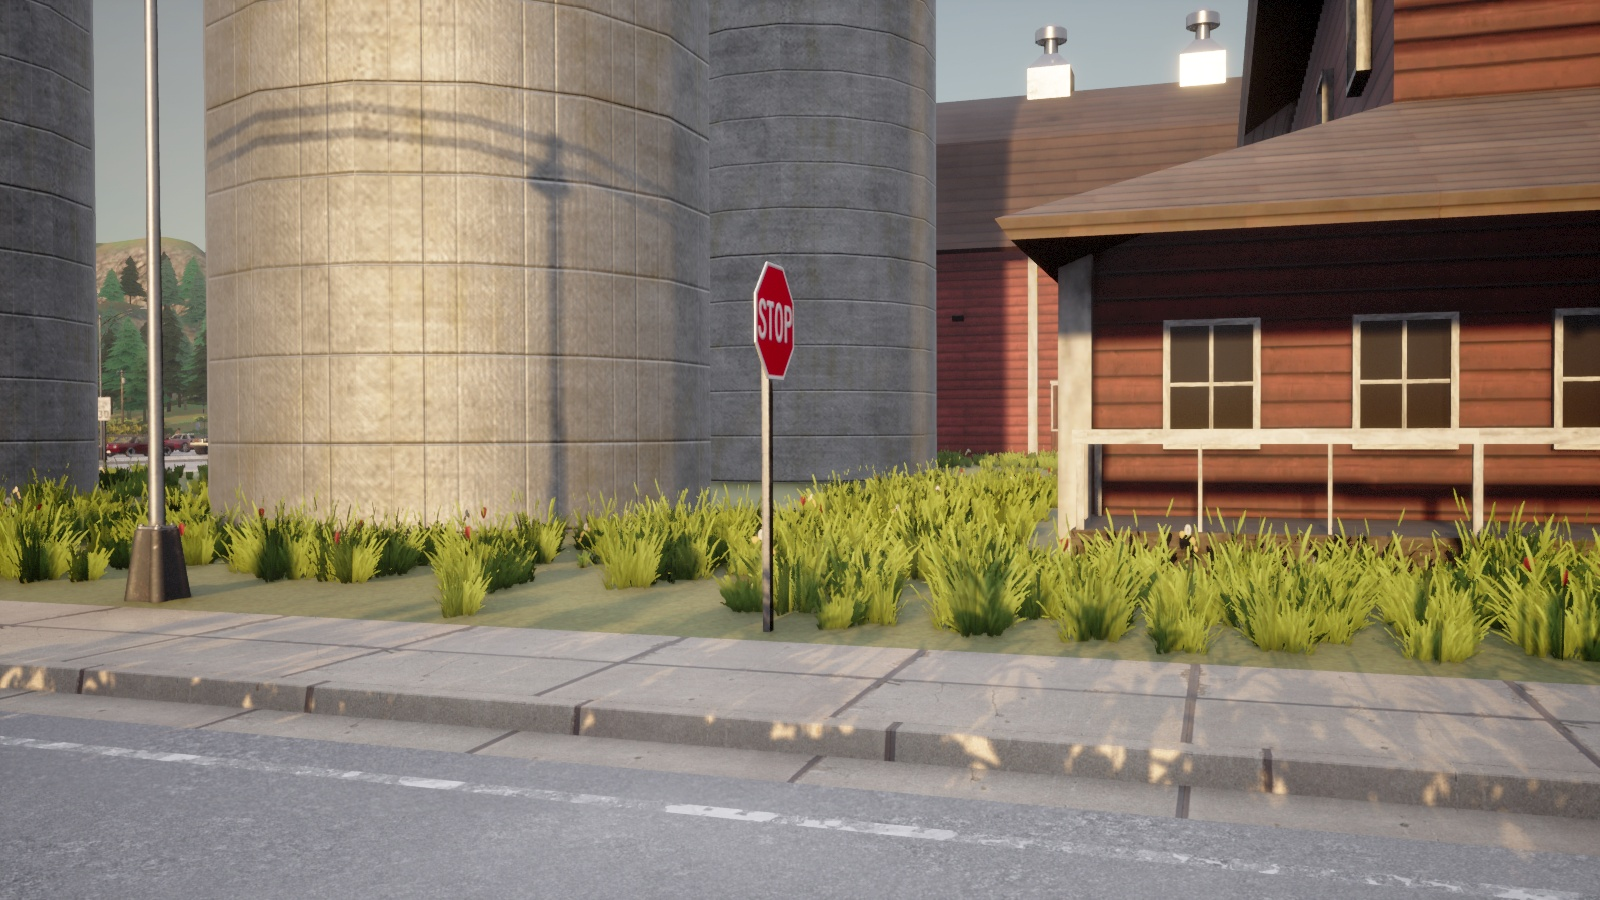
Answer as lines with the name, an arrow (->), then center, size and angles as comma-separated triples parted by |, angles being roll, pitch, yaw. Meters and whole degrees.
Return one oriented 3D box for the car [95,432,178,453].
car -> -42.547, -0.523, 80.598 | 1.895, 1.301, 4.718 | 1, 1, 18
